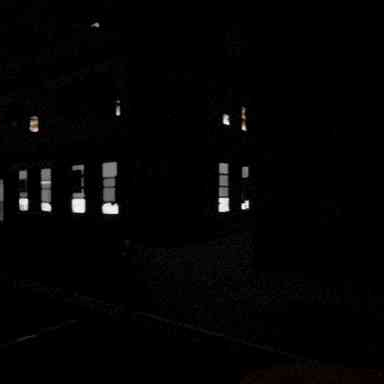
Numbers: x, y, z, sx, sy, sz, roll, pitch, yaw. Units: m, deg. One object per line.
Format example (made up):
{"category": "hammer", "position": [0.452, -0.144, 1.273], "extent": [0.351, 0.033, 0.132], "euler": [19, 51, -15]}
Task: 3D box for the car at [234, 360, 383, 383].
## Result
{"category": "car", "position": [2.148, 1.518, 1.346], "extent": [4.829, 1.417, 1.752], "euler": [0, -1, 35]}
